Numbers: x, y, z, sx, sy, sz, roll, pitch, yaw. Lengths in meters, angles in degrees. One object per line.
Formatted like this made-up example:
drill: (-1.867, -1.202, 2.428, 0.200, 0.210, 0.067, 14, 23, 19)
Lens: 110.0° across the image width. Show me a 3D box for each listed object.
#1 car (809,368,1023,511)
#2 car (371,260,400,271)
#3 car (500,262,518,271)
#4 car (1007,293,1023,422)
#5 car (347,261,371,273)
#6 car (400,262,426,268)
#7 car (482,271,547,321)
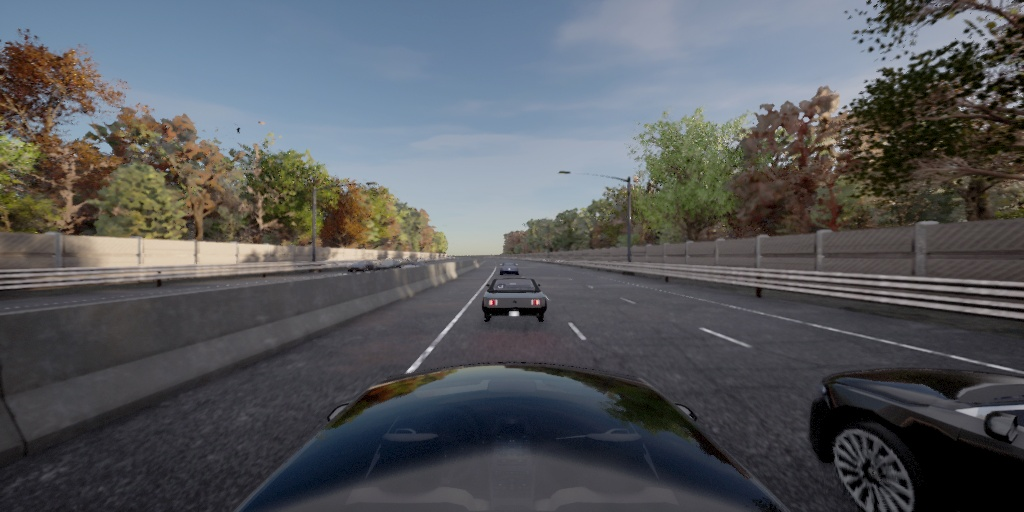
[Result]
car: (3.593, 1.241, 1.223, 2.128, 1.511, 4.902, 0, 0, 0)
car: (-14.591, 1.241, 42.729, 1.882, 1.535, 5.008, 0, 0, -1)
car: (-0.325, 1.328, 39.140, 1.994, 1.385, 4.181, 0, 0, -1)
car: (7.092, 1.226, 1.953, 1.882, 1.535, 5.008, 0, 0, 0)
car: (-18.111, 1.310, 43.730, 2.033, 1.411, 5.357, 0, 0, -1)
car: (-11.068, 1.364, 41.594, 1.895, 1.301, 4.718, 0, 0, -1)
car: (0.055, 1.355, 12.422, 1.895, 1.301, 4.718, 0, 0, 0)
